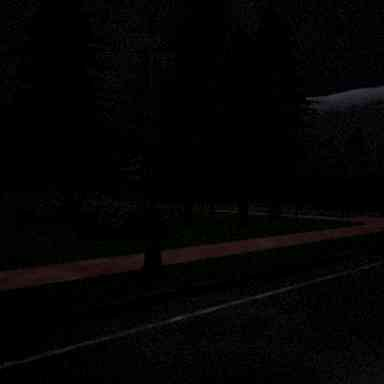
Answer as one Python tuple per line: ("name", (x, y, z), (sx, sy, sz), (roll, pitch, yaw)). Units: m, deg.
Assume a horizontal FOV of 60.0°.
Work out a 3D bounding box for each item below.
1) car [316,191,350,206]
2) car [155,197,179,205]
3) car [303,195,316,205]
("car", (18.808, 0.824, 43.717), (4.605, 1.855, 1.932), (-1, 0, -37))
("car", (-4.349, 1.309, 52.929), (2.033, 1.411, 5.357), (-1, 0, -38))
("car", (16.991, 0.829, 45.497), (3.866, 1.878, 1.905), (-1, 0, -37))
